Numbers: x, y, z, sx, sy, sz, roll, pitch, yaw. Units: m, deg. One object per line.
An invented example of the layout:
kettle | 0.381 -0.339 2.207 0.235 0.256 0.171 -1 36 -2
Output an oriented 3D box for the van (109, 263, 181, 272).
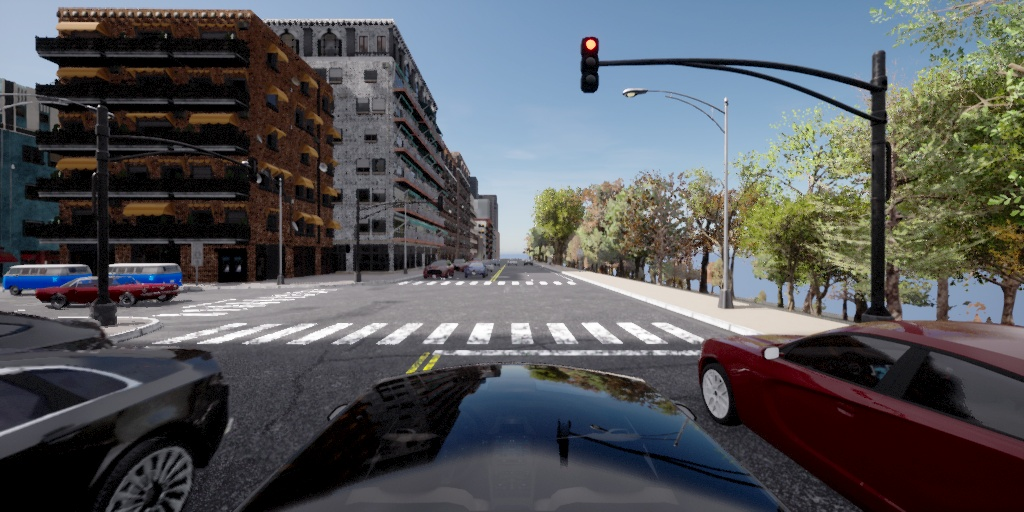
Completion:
van | -22.697 1.348 21.995 3.998 1.789 1.690 0 0 -1

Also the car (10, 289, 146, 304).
car | -6.598 1.275 3.201 1.812 1.442 4.674 0 0 0

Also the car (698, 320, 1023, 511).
car | 3.351 1.227 2.683 1.882 1.535 5.008 0 0 0

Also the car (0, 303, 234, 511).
car | -3.352 1.242 1.058 2.128 1.511 4.902 0 0 0

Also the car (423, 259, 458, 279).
car | -6.565 1.100 32.545 2.097 1.767 4.553 0 0 0

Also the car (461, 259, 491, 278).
car | -3.322 1.274 34.135 1.812 1.442 4.674 0 0 1

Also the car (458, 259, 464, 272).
car | -6.555 1.102 42.732 2.097 1.767 4.553 0 0 0

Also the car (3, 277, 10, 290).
car | -22.619 1.622 13.648 4.207 1.307 1.802 0 0 -1

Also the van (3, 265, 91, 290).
van | -28.299 1.421 21.924 3.998 1.789 1.690 0 0 -1

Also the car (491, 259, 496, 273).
car | -3.304 1.352 44.088 1.895 1.301 4.718 0 0 0

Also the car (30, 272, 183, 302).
car | -18.083 1.571 16.257 4.718 1.301 1.895 -1 0 -1
